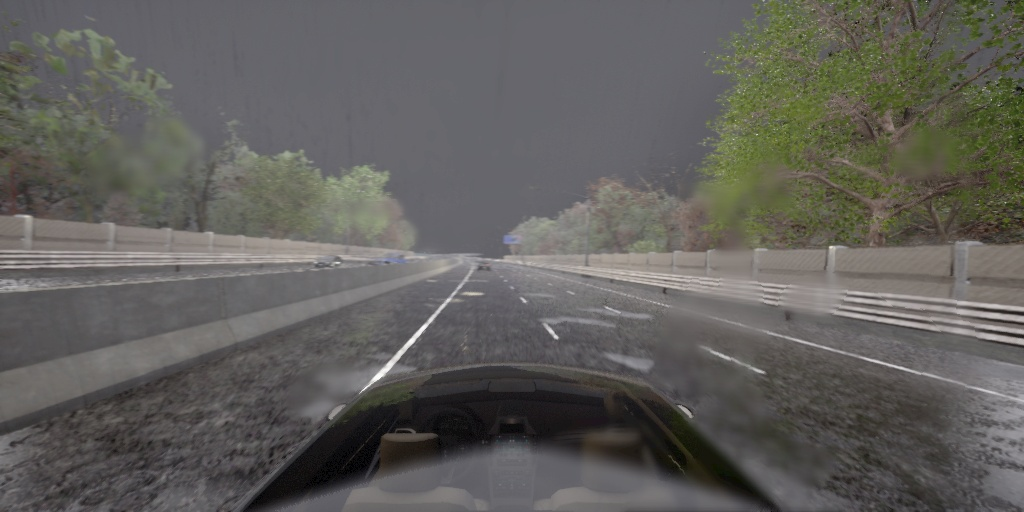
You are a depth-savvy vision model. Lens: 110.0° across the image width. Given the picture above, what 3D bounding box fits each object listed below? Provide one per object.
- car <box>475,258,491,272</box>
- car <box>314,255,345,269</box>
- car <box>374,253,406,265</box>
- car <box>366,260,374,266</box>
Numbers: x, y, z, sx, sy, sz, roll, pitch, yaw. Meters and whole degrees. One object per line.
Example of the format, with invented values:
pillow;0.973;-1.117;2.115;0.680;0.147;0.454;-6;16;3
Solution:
car;-4.081;1.485;52.014;1.837;1.490;4.892;2;-3;-5
car;-20.722;0.683;40.887;1.837;1.490;4.892;2;0;-5
car;-13.741;0.693;41.485;2.150;2.045;5.566;2;0;-5
car;-17.848;0.901;48.195;2.033;1.411;5.357;2;0;-5
